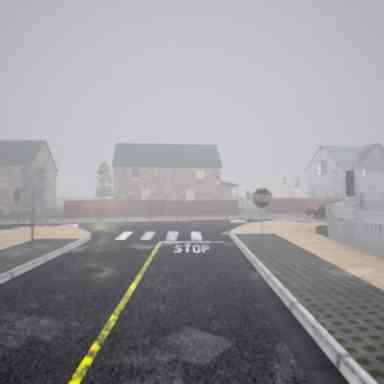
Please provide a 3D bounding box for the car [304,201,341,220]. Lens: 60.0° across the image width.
[{"bbox_3d":[10.454,1.281,23.296,4.718,1.301,1.895,-1,-2,-10],"label":"car"}]
